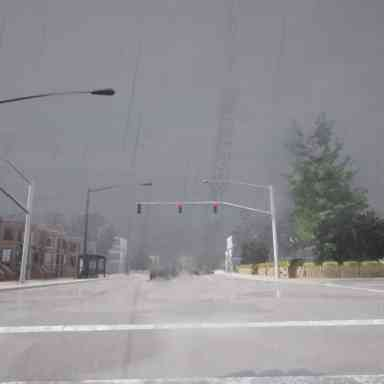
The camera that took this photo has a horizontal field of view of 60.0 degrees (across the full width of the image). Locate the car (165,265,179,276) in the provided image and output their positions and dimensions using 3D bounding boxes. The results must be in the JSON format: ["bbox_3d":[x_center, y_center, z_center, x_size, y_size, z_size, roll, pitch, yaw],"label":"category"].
[{"bbox_3d":[-3.288,13.352,56.441,2.097,1.767,4.553,-1,-13,1],"label":"car"}]

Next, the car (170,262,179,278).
[{"bbox_3d":[-3.361,10.786,46.091,2.150,2.045,5.566,-1,-13,0],"label":"car"}]

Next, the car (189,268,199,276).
[{"bbox_3d":[0.395,14.644,61.314,2.033,1.411,5.357,-1,-13,0],"label":"car"}]

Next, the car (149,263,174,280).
[{"bbox_3d":[-3.419,8.774,36.101,2.033,1.411,5.357,-1,-13,0],"label":"car"}]
